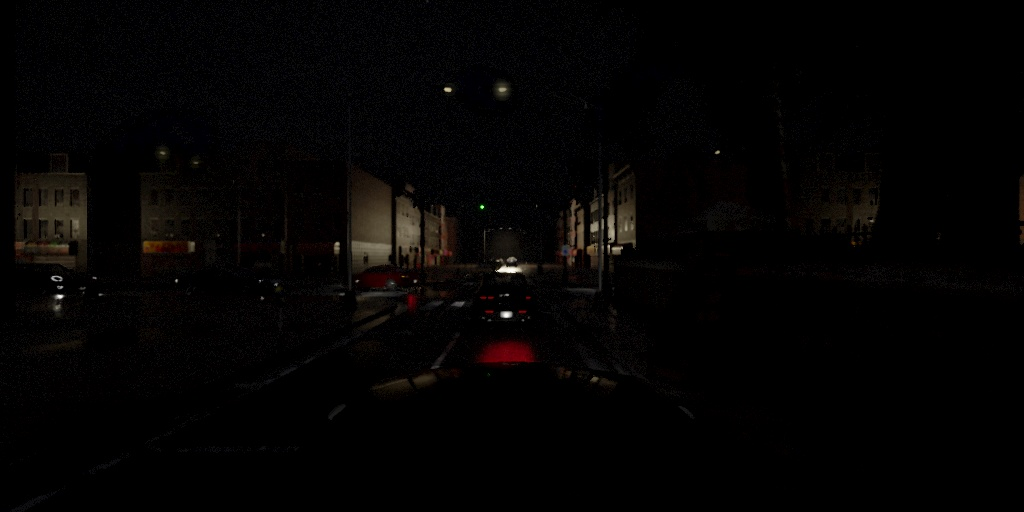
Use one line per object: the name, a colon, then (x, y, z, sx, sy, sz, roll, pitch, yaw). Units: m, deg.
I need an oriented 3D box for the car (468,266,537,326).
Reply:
car: (-0.344, 1.268, 11.741, 1.837, 1.490, 4.892, 1, 0, -5)

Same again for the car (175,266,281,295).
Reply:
car: (-15.002, 1.282, 19.121, 4.902, 1.511, 2.128, 0, 0, 0)

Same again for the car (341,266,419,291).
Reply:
car: (-7.978, 1.307, 21.750, 4.674, 1.442, 1.812, 0, -1, 14)

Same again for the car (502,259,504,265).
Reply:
car: (-2.662, 1.393, 55.628, 1.948, 1.339, 4.313, 0, 0, 0)

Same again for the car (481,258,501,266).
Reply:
car: (-2.655, 1.116, 39.272, 2.192, 1.841, 5.009, 0, 0, 0)

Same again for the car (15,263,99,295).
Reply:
car: (-25.135, 1.154, 19.128, 4.553, 1.767, 2.097, 0, 0, 0)

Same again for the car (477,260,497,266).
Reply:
car: (-2.652, 1.318, 33.650, 1.751, 1.417, 4.829, 0, 0, 0)

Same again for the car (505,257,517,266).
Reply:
car: (-0.028, 1.407, 64.757, 1.994, 1.385, 4.181, 0, 0, 0)
